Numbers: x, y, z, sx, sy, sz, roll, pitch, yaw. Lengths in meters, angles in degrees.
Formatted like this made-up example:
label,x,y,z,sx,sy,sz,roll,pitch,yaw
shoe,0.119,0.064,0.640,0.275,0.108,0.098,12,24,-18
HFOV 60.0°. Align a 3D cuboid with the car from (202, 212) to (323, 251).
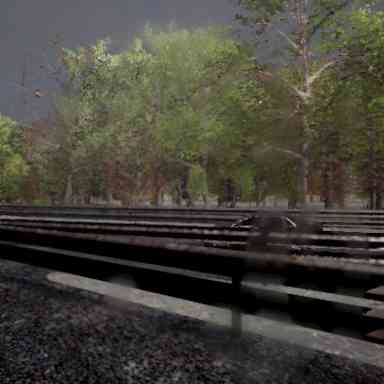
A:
label,x,y,z,sx,sy,sz,roll,pitch,yaw
car,2.785,1.600,13.525,4.892,1.490,1.837,0,0,23
